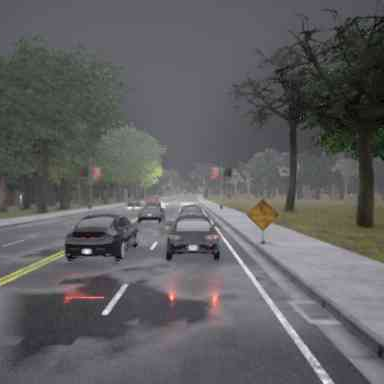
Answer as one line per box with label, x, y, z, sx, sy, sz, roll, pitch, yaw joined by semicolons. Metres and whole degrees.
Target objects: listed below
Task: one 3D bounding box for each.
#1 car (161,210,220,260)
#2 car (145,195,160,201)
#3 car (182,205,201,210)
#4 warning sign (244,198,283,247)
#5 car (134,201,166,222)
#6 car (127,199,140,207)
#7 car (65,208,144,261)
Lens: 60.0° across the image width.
car;0.032;1.600;12.613;1.812;1.442;4.674;0;-1;0
car;-6.854;1.584;58.163;2.150;2.045;5.566;0;0;0
car;-0.035;1.700;25.503;2.033;1.411;5.357;0;0;0
warning sign;2.830;1.193;13.304;1.300;1.860;1.060;0;-1;0
car;-3.274;1.731;27.710;1.994;1.385;4.181;0;0;0
car;-10.103;1.928;58.105;1.994;1.385;4.181;0;0;0
car;-3.220;1.580;12.650;1.837;1.490;4.892;0;0;0
